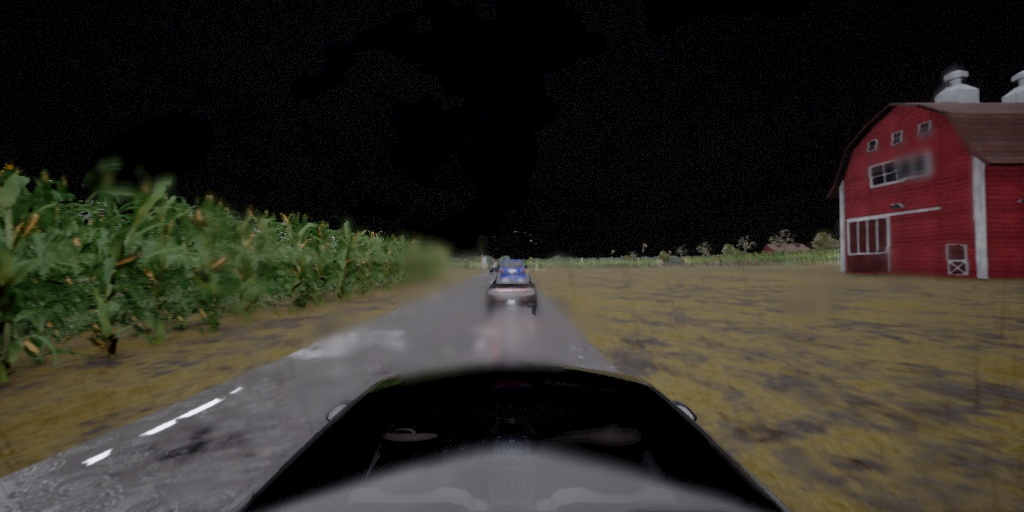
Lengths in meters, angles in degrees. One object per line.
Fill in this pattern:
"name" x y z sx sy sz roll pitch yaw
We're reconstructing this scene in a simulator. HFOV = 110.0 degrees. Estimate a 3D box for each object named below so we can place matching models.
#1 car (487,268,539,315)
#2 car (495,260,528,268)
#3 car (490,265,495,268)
"car" 0.050 1.381 14.293 2.128 1.511 4.902 0 -1 1
"car" 0.041 1.300 28.247 2.150 2.045 5.566 0 -1 1
"car" -2.775 2.201 59.850 2.033 1.411 5.357 0 -1 1
